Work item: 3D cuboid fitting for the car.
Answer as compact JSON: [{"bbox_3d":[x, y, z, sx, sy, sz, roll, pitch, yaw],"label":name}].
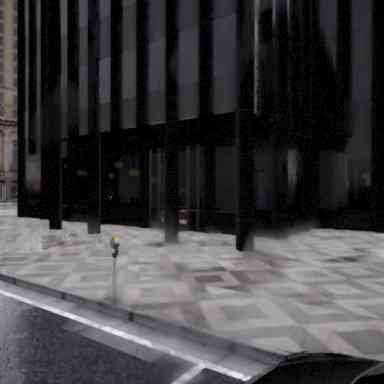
[{"bbox_3d":[2.063,1.564,1.489,4.313,1.339,1.947,0,0,35],"label":"car"}]
